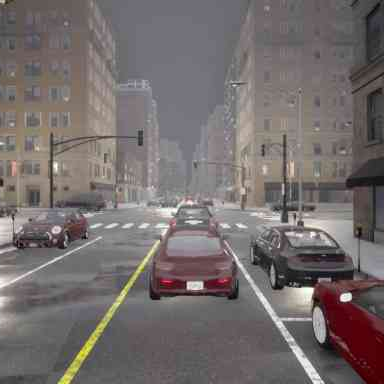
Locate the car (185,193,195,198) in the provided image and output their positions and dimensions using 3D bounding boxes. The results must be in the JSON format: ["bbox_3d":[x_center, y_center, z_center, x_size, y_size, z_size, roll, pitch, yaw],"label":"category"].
[{"bbox_3d":[-0.552,1.339,78.946,2.150,2.045,5.566,0,0,-1],"label":"car"}]

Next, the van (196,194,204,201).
[{"bbox_3d":[2.040,1.480,85.817,1.690,1.788,3.998,0,0,-1],"label":"van"}]

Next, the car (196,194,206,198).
[{"bbox_3d":[2.294,1.594,63.959,1.752,1.417,4.829,0,0,-1],"label":"car"}]

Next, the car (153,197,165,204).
[{"bbox_3d":[-6.229,1.613,63.695,1.887,1.381,4.507,0,0,-1],"label":"car"}]

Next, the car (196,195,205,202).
[{"bbox_3d":[2.103,1.559,80.309,1.967,1.590,4.097,0,0,-1],"label":"car"}]

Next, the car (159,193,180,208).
[{"bbox_3d":[-3.277,1.390,48.565,2.097,1.767,4.553,0,0,-1],"label":"car"}]

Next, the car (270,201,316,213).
[{"bbox_3d":[11.171,1.707,37.230,4.718,1.301,1.895,0,0,0],"label":"car"}]

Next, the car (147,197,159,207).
[{"bbox_3d":[-6.100,1.595,52.679,2.008,1.369,4.403,0,0,-1],"label":"car"}]

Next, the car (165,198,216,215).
[{"bbox_3d":[0.064,1.358,15.690,2.097,1.767,4.553,0,0,0],"label":"car"}]

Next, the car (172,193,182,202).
[{"bbox_3d":[-3.541,1.335,77.897,2.150,2.045,5.566,0,0,-1],"label":"car"}]

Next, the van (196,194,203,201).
[{"bbox_3d":[1.975,1.503,91.323,1.690,1.788,3.998,0,0,-1],"label":"van"}]

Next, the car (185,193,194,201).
[{"bbox_3d":[-0.684,1.382,90.220,2.150,2.045,5.566,0,0,-1],"label":"car"}]

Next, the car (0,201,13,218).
[{"bbox_3d":[-17.352,1.252,27.051,4.553,1.767,2.097,0,0,0],"label":"car"}]

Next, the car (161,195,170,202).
[{"bbox_3d":[-6.421,1.558,80.219,1.967,1.590,4.097,0,0,-1],"label":"car"}]

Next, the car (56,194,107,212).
[{"bbox_3d":[-12.360,1.226,37.040,5.566,2.045,2.150,0,0,0],"label":"car"}]

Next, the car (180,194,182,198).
[{"bbox_3d":[-3.440,1.603,67.366,1.812,1.442,4.674,0,0,0],"label":"car"}]

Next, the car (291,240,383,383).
[{"bbox_3d":[2.669,1.545,3.358,1.887,1.381,4.507,0,0,0],"label":"car"}]

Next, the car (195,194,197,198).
[{"bbox_3d":[2.232,1.398,69.296,2.192,1.841,5.009,0,0,-1],"label":"car"}]

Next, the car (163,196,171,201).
[{"bbox_3d":[-6.486,1.721,85.726,1.802,1.307,4.206,0,0,-1],"label":"car"}]

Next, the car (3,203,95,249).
[{"bbox_3d":[-5.881,1.445,14.318,1.967,1.590,4.097,0,0,0],"label":"car"}]

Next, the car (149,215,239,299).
[{"bbox_3d":[0.018,1.528,8.321,1.812,1.442,4.674,0,0,-1],"label":"car"}]

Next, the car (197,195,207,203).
[{"bbox_3d":[2.167,1.540,74.803,1.967,1.590,4.097,0,0,-1],"label":"car"}]

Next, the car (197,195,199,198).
[{"bbox_3d":[2.360,1.622,58.282,1.947,1.339,4.313,0,0,-1],"label":"car"}]

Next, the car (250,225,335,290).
[{"bbox_3d":[2.656,1.553,8.849,2.008,1.369,4.403,0,0,0],"label":"car"}]

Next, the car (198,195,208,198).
[{"bbox_3d":[2.424,1.590,52.775,1.887,1.381,4.507,0,0,-1],"label":"car"}]

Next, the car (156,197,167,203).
[{"bbox_3d":[-6.294,1.665,69.202,1.802,1.307,4.206,0,0,-1],"label":"car"}]
